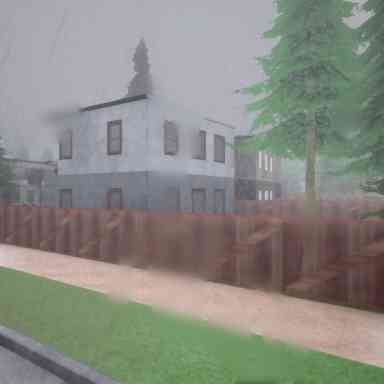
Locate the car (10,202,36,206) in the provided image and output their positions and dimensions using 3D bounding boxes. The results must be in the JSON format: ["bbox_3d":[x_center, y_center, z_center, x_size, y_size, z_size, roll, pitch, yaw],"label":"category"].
[{"bbox_3d":[-15.363,1.582,29.328,1.895,1.301,4.718,0,0,28],"label":"car"}]
